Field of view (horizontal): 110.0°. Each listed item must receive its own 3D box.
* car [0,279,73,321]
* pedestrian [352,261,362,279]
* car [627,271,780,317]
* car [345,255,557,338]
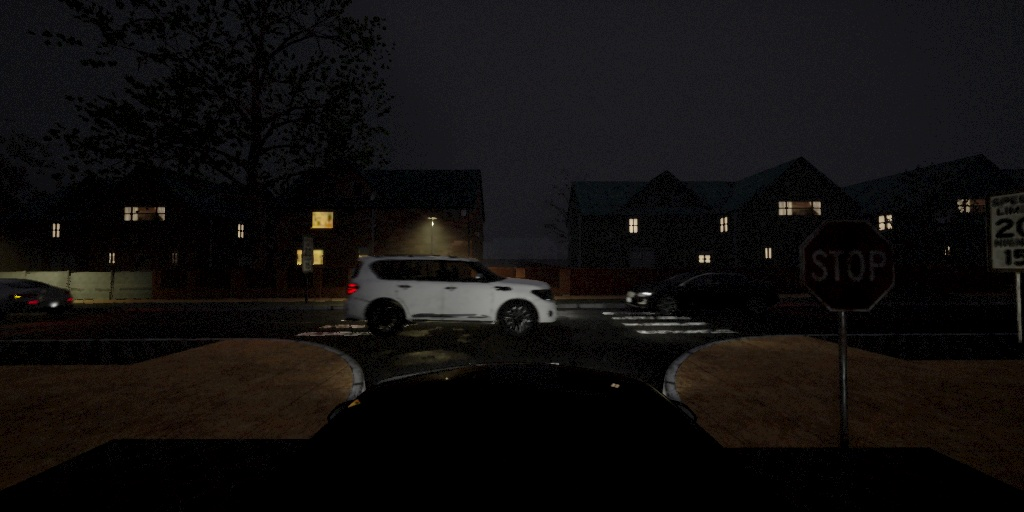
[{"bbox_3d":[-18.860,1.552,13.003,4.674,1.442,1.812,-1,-1,1],"label":"car"},{"bbox_3d":[-6.731,1.113,15.768,0.375,1.860,0.375,0,-1,1],"label":"pedestrian"},{"bbox_3d":[6.613,1.265,12.695,4.902,1.511,2.128,0,-1,1],"label":"car"},{"bbox_3d":[-1.590,1.008,9.842,5.566,2.045,2.150,0,-1,1],"label":"car"}]
